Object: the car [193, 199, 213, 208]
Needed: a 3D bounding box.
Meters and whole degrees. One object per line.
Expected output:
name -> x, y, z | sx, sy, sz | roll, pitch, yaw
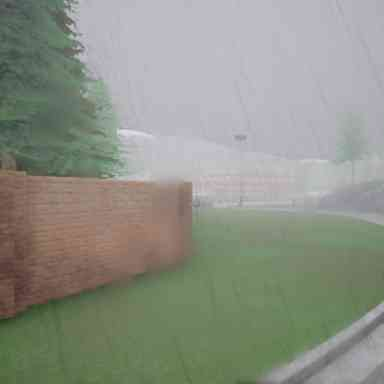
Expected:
car -> 0.610, 1.826, 52.857 | 5.357, 1.411, 2.033 | 0, 0, 11
